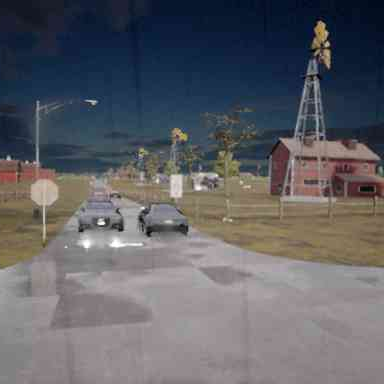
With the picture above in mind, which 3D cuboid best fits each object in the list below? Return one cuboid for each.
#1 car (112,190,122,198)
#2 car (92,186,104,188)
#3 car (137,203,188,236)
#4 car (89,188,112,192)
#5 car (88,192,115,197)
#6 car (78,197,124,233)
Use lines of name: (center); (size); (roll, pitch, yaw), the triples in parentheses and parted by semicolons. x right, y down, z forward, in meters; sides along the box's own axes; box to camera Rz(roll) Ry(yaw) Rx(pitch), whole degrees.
car: (-13.176, 0.469, 56.765); (1.812, 1.442, 4.674); (1, 0, -16)
car: (-12.958, 0.263, 46.024); (2.150, 2.045, 5.566); (1, 1, -16)
car: (-1.526, 1.222, 16.294); (1.994, 1.385, 4.181); (1, 1, -15)
car: (-10.178, 0.692, 36.098); (2.128, 1.511, 4.902); (1, 1, -16)
car: (-7.371, 0.949, 26.311); (1.994, 1.385, 4.181); (1, 1, -16)
car: (-4.561, 1.159, 16.542); (1.994, 1.385, 4.181); (1, 1, -17)
